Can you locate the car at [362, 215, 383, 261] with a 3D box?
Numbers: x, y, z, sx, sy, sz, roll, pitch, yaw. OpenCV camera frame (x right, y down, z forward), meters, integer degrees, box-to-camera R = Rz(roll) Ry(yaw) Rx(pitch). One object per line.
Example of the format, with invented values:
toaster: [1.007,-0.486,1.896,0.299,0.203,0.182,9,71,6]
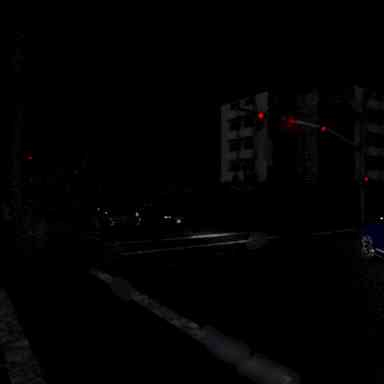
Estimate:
car: [6.645,1.310,9.357,2.150,2.045,5.566,0,0,12]

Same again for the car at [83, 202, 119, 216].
car: [-9.434,1.696,33.713,1.895,1.301,4.718,1,0,-34]

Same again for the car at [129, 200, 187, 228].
car: [-2.187,1.584,22.961,2.128,1.511,4.902,1,0,-34]

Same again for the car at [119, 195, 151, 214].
car: [-6.205,1.345,35.527,2.150,2.045,5.566,1,0,-34]
